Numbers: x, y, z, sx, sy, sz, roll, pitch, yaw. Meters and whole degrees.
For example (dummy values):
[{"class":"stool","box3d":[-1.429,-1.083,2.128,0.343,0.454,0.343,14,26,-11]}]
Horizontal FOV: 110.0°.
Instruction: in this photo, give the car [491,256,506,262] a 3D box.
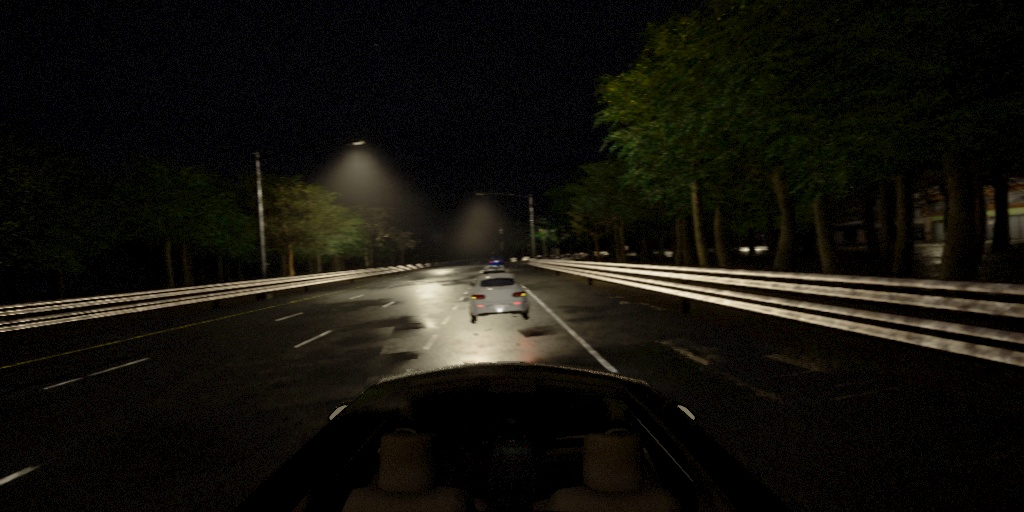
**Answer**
[{"class":"car","box3d":[-2.188,1.051,58.483,2.150,2.045,5.566,-4,0,5]}]

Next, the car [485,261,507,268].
[{"class":"car","box3d":[-1.426,1.409,29.597,1.895,1.301,4.718,-3,0,-3]}]

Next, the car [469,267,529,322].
[{"class":"car","box3d":[-0.489,1.295,12.489,1.812,1.442,4.674,-3,0,-3]}]
